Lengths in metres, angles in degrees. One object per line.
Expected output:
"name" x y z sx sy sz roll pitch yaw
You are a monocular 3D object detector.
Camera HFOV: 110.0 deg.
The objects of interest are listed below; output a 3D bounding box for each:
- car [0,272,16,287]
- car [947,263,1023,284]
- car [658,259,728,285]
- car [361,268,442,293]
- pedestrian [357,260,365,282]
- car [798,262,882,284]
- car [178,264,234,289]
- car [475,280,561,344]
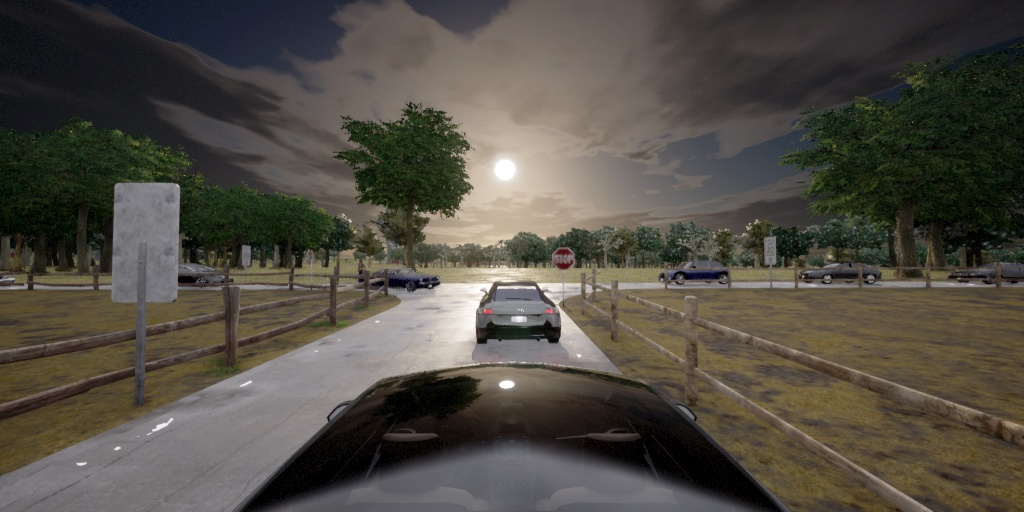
"car" -34.668 1.286 22.745 4.674 1.442 1.812 0 -2 0
"car" 33.845 1.183 24.683 5.357 1.411 2.033 0 -2 8
"car" 12.941 1.109 25.633 4.553 1.767 2.097 0 -2 -1
"car" -6.422 1.336 20.815 4.718 1.301 1.895 0 1 28
"pedestrian" -12.135 1.185 28.741 0.375 1.860 0.375 0 -1 0
"car" 23.208 1.210 25.507 4.892 1.490 1.837 0 -2 2
"car" -20.403 1.259 22.757 4.902 1.511 2.128 0 -1 0
"car" 0.081 1.325 9.675 1.994 1.385 4.181 0 0 -2
